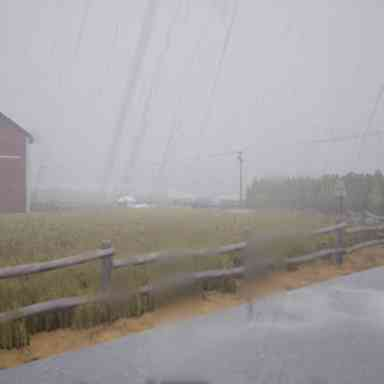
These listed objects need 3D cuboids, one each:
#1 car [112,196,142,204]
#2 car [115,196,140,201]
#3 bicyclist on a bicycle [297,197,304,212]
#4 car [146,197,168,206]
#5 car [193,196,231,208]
[{"bbox_3d":[-11.749,1.446,59.837,5.357,1.411,2.033,0,0,33],"label":"car"},{"bbox_3d":[-10.277,1.435,53.147,1.812,1.442,4.674,0,0,-35],"label":"car"},{"bbox_3d":[11.272,1.338,34.069,1.656,1.620,0.582,-1,0,-35],"label":"bicyclist on a bicycle"},{"bbox_3d":[-5.516,1.460,52.056,1.994,1.385,4.181,0,0,-35],"label":"car"},{"bbox_3d":[2.106,1.262,35.509,2.097,1.767,4.553,0,0,-35],"label":"car"}]
